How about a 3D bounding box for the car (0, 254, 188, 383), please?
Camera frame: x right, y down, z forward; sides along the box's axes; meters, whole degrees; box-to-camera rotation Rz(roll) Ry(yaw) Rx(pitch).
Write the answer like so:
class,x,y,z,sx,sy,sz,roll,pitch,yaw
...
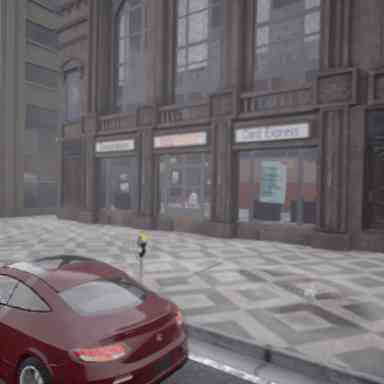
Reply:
class,x,y,z,sx,sy,sz,roll,pitch,yaw
car,-1.982,1.531,4.487,4.206,1.307,1.802,1,1,36
